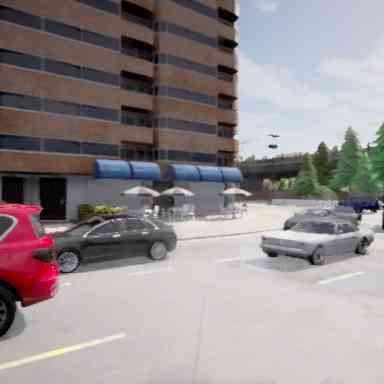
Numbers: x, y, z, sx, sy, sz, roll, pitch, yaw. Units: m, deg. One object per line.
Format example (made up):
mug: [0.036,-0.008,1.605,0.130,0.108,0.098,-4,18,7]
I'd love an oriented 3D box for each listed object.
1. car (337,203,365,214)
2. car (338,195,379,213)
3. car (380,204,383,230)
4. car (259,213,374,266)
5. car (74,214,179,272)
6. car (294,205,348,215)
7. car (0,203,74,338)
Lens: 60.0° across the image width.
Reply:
car: [10.053,1.647,22.062,1.994,1.385,4.181,0,0,31]
car: [19.971,1.378,40.160,2.150,2.045,5.566,0,0,-10]
car: [13.524,1.315,21.444,2.150,2.045,5.566,0,0,30]
car: [4.548,1.642,11.864,4.718,1.301,1.895,0,0,-39]
car: [-2.738,1.520,10.708,4.892,1.490,1.837,0,0,-36]
car: [6.795,1.628,18.537,1.994,1.385,4.181,0,0,42]
car: [-4.888,1.215,4.788,5.566,2.045,2.150,0,0,-35]
